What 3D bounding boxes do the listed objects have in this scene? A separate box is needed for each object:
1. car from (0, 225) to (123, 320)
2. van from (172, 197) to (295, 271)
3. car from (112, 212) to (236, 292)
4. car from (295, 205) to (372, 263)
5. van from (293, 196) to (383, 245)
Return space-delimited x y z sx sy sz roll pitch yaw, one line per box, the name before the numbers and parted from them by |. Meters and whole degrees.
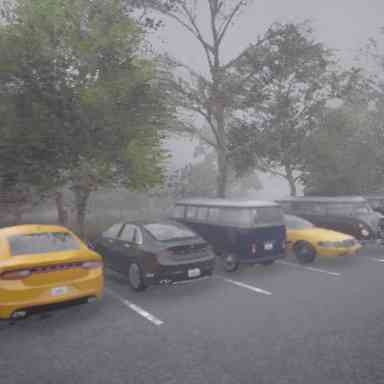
car | -3.611 1.473 7.479 2.097 1.535 5.008 0 0 -36
van | 0.827 1.221 10.796 1.878 1.987 4.442 0 0 -36
car | -1.355 1.461 9.087 2.231 1.521 4.892 0 0 -36
car | 3.259 1.431 12.161 1.946 1.575 5.366 0 0 -36
van | 5.472 1.195 13.823 1.878 1.987 4.442 0 0 -35
